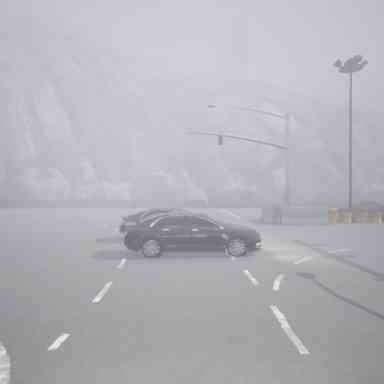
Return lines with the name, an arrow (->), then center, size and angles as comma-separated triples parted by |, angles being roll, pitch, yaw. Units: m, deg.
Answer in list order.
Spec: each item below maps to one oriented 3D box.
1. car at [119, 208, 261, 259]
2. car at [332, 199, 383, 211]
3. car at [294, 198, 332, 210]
car -> 0.010, 1.481, 11.995 | 4.892, 1.490, 1.837 | 0, 0, -3
car -> 15.597, 1.500, 30.522 | 4.181, 1.385, 1.994 | 0, 0, -3
car -> 15.308, 1.461, 41.021 | 5.357, 1.411, 2.033 | 0, 0, -3
